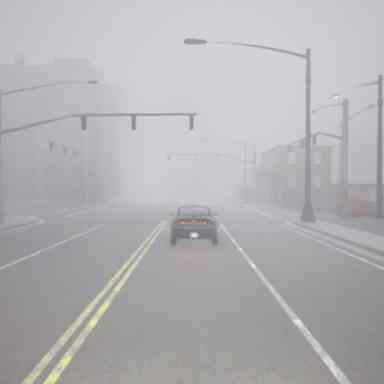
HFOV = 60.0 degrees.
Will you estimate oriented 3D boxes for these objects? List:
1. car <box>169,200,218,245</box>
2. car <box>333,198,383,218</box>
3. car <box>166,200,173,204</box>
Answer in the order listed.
[{"bbox_3d":[0.080,1.284,14.311,1.837,1.490,4.892,0,0,0],"label":"car"},{"bbox_3d":[15.905,1.817,30.496,5.566,2.045,2.150,8,1,0],"label":"car"},{"bbox_3d":[-3.610,2.586,62.323,2.150,2.045,5.566,0,-11,0],"label":"car"}]
